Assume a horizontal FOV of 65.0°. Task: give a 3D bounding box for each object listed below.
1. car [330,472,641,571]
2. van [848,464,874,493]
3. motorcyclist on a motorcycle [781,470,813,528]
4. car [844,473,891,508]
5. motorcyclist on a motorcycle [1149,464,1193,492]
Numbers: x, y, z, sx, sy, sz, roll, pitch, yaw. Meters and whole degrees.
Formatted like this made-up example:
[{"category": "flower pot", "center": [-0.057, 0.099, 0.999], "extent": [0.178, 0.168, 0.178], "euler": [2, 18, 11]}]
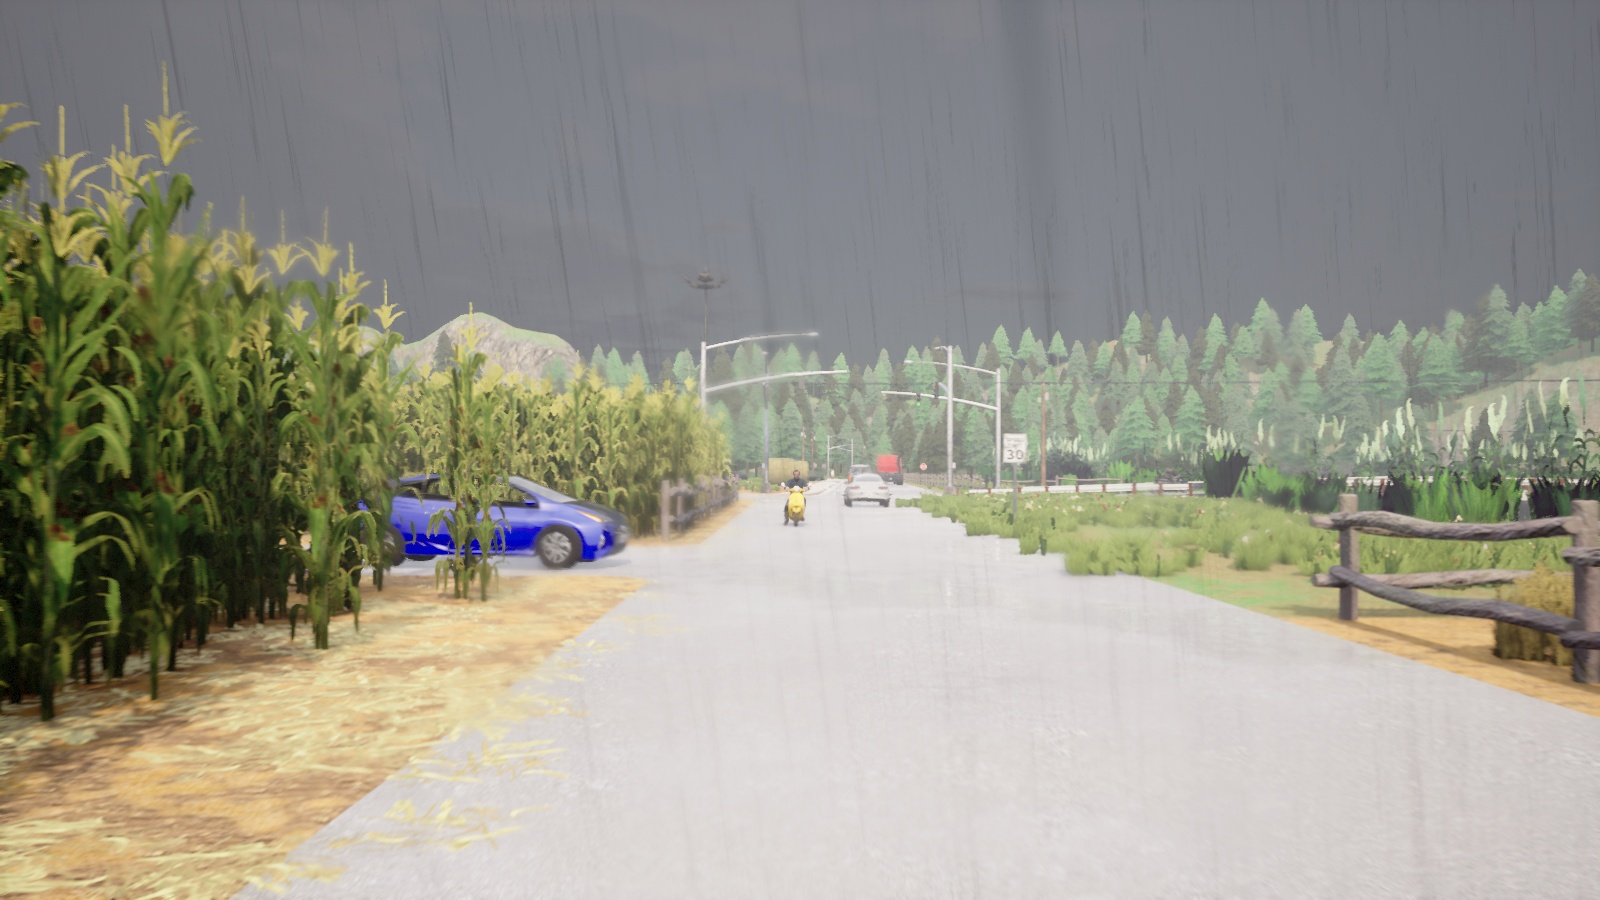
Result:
[{"category": "car", "center": [-5.021, 1.124, 20.466], "extent": [4.514, 1.525, 2.007], "euler": [0, -1, 5]}, {"category": "van", "center": [4.302, 2.009, 89.204], "extent": [1.775, 1.987, 4.442], "euler": [0, -1, 3]}, {"category": "motorcyclist on a motorcycle", "center": [-0.087, 1.361, 35.442], "extent": [0.866, 1.590, 1.817], "euler": [0, -1, 0]}, {"category": "car", "center": [2.964, 1.760, 55.648], "extent": [1.812, 1.442, 4.674], "euler": [0, -1, 0]}, {"category": "motorcyclist on a motorcycle", "center": [21.344, 1.604, 72.298], "extent": [2.191, 1.530, 0.866], "euler": [-3, -1, 5]}]
